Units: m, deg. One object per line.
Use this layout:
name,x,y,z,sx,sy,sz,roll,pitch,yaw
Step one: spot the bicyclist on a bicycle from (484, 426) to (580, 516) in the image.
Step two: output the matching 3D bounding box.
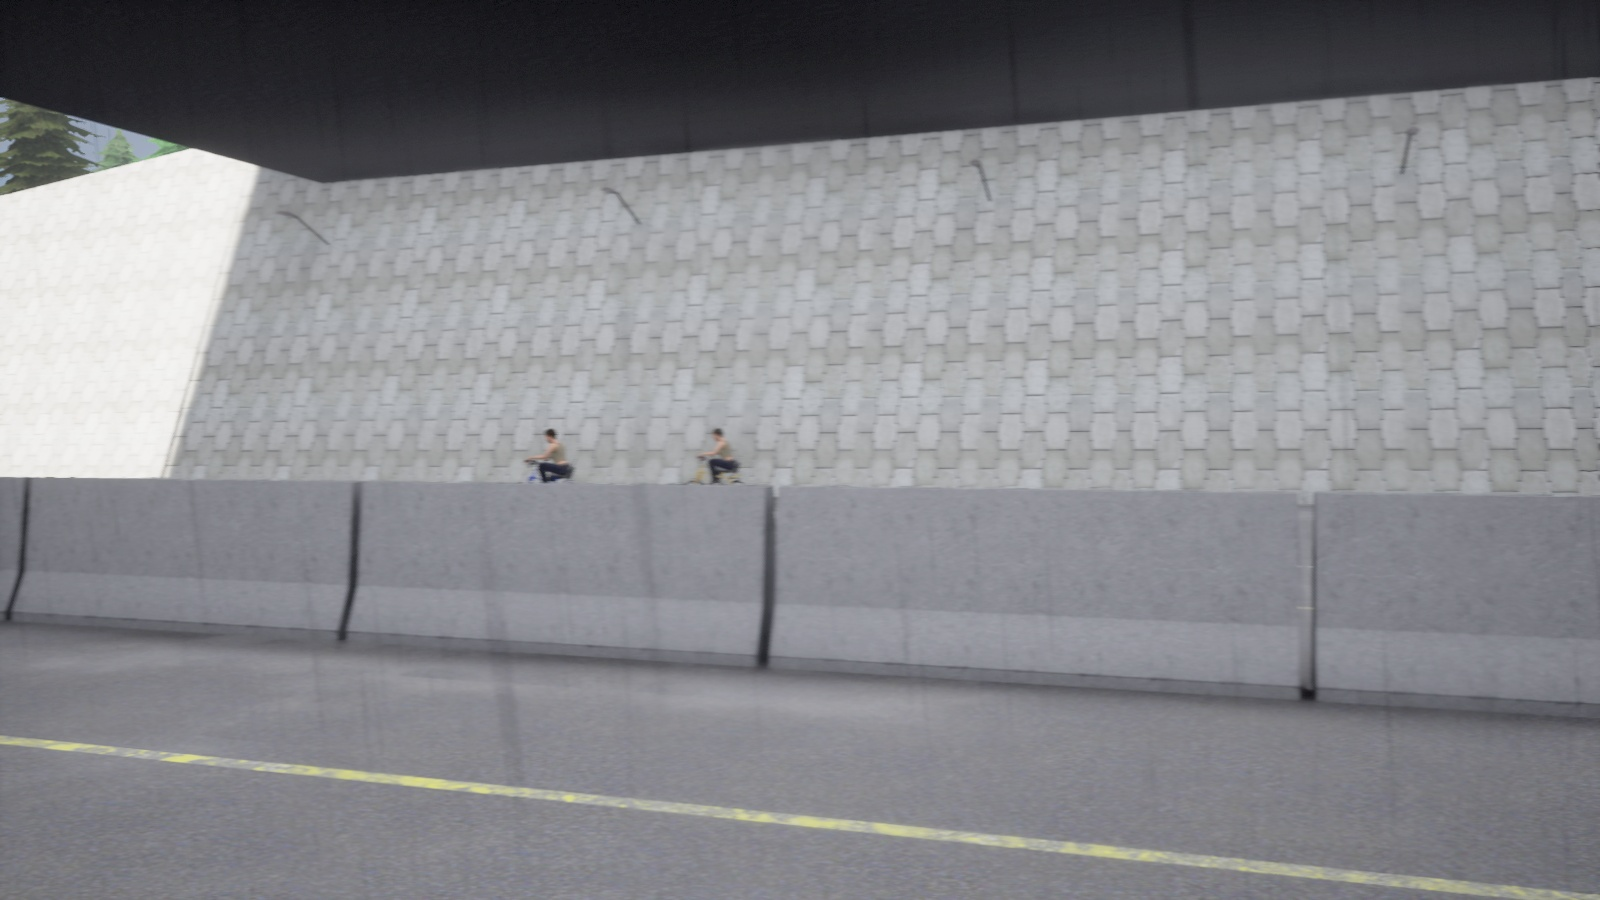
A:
bicyclist on a bicycle,-4.980,0.370,23.332,1.509,1.612,0.866,1,1,19

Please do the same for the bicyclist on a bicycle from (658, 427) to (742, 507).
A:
bicyclist on a bicycle,-2.061,0.338,26.040,1.509,1.612,0.866,1,1,19
